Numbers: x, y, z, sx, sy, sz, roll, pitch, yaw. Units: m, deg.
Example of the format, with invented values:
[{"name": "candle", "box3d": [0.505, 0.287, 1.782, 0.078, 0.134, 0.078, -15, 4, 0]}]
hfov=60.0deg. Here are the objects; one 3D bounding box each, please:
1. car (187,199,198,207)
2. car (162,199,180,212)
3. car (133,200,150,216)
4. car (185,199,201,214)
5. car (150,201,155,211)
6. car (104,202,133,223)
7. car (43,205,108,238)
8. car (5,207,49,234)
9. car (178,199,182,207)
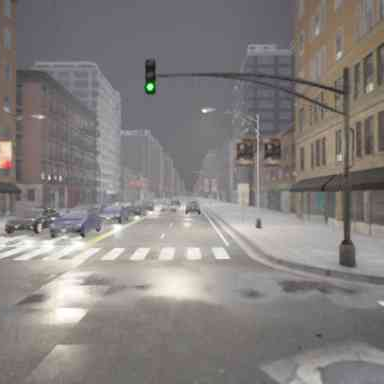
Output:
[{"name": "car", "box3d": [0.100, 2.146, 64.832, 1.882, 1.535, 5.008, 0, -2, 0]}, {"name": "car", "box3d": [-3.143, 2.086, 46.732, 1.895, 1.301, 4.718, 0, -1, 0]}, {"name": "car", "box3d": [-6.495, 1.952, 38.629, 2.033, 1.411, 5.357, 0, -1, 0]}, {"name": "car", "box3d": [0.105, 1.989, 42.621, 2.033, 1.411, 5.357, 0, -1, 0]}, {"name": "car", "box3d": [-6.493, 2.013, 48.803, 1.837, 1.490, 4.892, 0, -1, 0]}, {"name": "car", "box3d": [-6.571, 1.827, 28.480, 1.812, 1.442, 4.674, 0, -1, 0]}, {"name": "car", "box3d": [-6.582, 1.734, 19.378, 1.812, 1.442, 4.674, 0, -1, 0]}, {"name": "car", "box3d": [-9.841, 1.732, 21.047, 1.837, 1.490, 4.892, 0, -1, 0]}, {"name": "car", "box3d": [-3.150, 2.169, 64.559, 1.837, 1.490, 4.892, 0, -1, 0]}]
